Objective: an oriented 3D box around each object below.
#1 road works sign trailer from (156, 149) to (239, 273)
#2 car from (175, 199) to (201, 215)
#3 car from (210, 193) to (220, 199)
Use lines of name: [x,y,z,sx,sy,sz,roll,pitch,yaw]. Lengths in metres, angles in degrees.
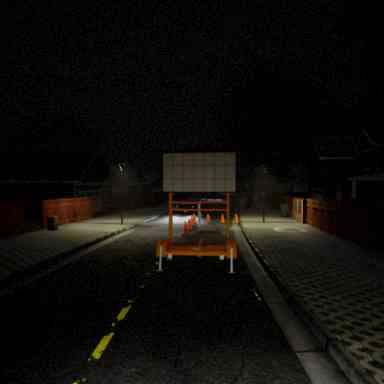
road works sign trailer: [0.241,0.437,10.631,2.380,3.560,2.880,0,0,6]
car: [-0.341,1.389,31.319,1.895,1.301,4.718,0,1,8]
car: [4.749,0.680,67.422,1.812,1.442,4.674,0,1,8]
